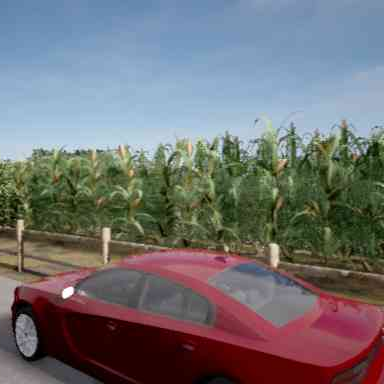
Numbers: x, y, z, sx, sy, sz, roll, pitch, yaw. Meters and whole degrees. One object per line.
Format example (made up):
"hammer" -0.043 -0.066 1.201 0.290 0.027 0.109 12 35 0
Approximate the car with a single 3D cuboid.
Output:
"car" -0.362 1.482 4.223 5.008 1.535 1.882 0 0 36
